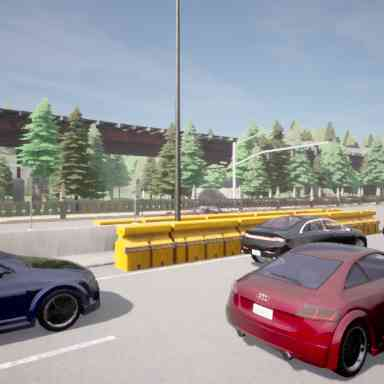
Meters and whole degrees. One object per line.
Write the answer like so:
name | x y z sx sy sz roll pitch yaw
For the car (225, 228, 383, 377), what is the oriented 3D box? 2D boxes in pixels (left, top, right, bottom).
car | 2.583 1.564 5.603 4.181 1.385 1.994 0 0 -35

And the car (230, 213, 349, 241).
car | 3.773 1.491 10.750 4.902 1.511 2.128 0 0 -36

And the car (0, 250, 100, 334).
car | -3.684 1.564 5.415 4.181 1.385 1.994 0 0 -36

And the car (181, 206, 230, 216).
car | 0.564 1.601 21.609 4.718 1.301 1.895 0 0 -36
